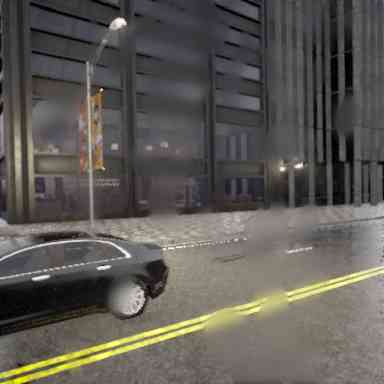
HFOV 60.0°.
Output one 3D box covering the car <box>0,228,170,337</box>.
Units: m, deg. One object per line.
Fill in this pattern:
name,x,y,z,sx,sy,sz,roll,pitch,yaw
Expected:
car,-2.722,1.495,5.729,4.892,1.490,1.837,-1,0,-35
